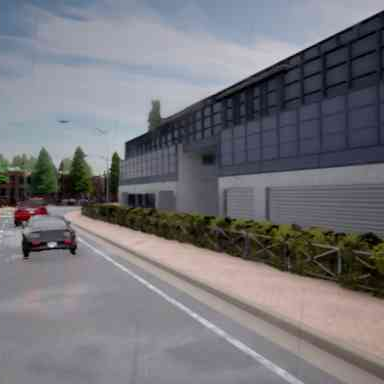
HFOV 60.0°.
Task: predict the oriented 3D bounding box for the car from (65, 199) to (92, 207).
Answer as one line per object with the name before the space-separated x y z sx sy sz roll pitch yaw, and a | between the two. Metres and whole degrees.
car | -21.340 2.152 63.429 1.895 1.301 4.718 -1 0 22

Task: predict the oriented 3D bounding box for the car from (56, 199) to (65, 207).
car | -24.430 2.116 65.126 2.128 1.511 4.902 -1 0 20

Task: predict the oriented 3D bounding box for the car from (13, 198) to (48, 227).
car | -12.360 1.482 25.542 2.150 2.045 5.566 0 0 -27

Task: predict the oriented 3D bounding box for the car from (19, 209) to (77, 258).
car | -5.889 1.654 13.500 1.812 1.442 4.674 0 0 -28
